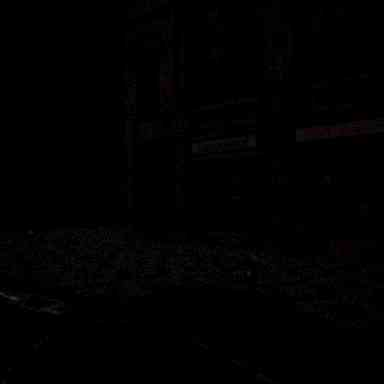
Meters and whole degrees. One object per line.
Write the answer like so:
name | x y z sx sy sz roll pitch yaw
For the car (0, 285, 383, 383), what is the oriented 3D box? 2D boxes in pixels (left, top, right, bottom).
car | -0.236 1.585 3.026 4.313 1.339 1.947 -1 -1 36
